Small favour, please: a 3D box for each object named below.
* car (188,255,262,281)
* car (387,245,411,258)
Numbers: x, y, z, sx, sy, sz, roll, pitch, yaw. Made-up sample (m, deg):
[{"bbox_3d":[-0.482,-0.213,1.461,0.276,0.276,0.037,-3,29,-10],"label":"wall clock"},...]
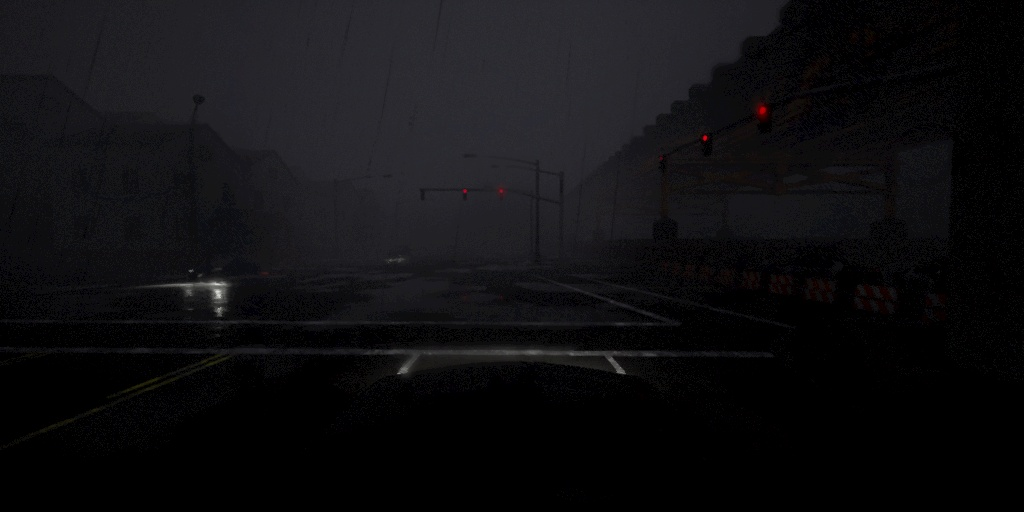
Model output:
[{"bbox_3d":[-17.236,0.693,21.821,1.812,1.442,4.674,-1,2,-7],"label":"car"},{"bbox_3d":[-16.802,-0.629,53.733,2.150,2.045,5.566,0,3,1],"label":"car"}]
